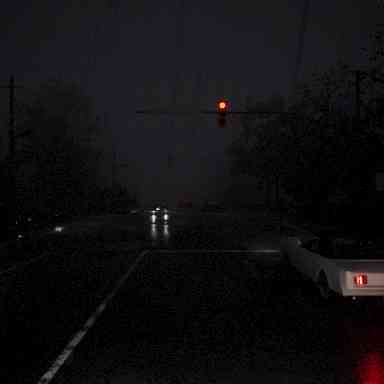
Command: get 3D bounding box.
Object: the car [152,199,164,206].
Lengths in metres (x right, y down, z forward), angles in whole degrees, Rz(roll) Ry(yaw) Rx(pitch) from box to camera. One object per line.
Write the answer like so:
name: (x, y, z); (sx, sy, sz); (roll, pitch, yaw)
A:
car: (-6.874, 2.065, 66.363); (1.994, 1.385, 4.181); (0, -1, -12)

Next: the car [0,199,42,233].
car: (-12.185, 1.266, 19.399); (5.566, 2.045, 2.150); (0, 0, 2)

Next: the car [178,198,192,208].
car: (-1.164, 1.702, 53.319); (2.128, 1.511, 4.902); (0, -1, -6)

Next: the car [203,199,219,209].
car: (2.796, 1.683, 48.803); (2.033, 1.411, 5.357); (0, -1, -4)

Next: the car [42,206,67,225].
car: (-11.463, 1.516, 23.416); (5.008, 1.535, 1.882); (0, 0, -6)

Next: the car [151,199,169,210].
car: (-4.075, 1.596, 42.810); (1.812, 1.442, 4.674); (0, -1, -3)

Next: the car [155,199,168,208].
car: (-4.838, 1.771, 52.702); (1.994, 1.385, 4.181); (0, -1, -7)

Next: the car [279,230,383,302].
car: (3.589, 1.601, 8.196); (1.895, 1.301, 4.718); (0, 0, 0)
